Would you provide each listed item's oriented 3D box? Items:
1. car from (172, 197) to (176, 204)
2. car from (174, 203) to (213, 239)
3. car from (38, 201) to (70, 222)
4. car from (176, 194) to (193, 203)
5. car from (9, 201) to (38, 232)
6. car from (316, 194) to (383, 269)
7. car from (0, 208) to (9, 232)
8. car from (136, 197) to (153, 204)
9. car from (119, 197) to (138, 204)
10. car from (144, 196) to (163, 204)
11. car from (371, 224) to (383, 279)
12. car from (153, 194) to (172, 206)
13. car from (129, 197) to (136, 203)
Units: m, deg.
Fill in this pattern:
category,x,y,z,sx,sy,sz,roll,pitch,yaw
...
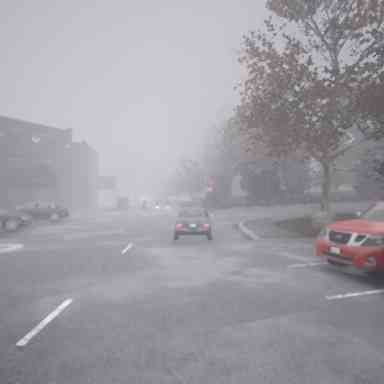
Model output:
category,x,y,z,sx,sy,sz,roll,pitch,yaw
car,-3.689,1.663,65.157,2.231,1.521,4.892,0,0,-19
car,0.086,1.506,17.089,2.033,1.411,5.357,0,0,1
car,-11.495,1.428,24.244,4.892,1.521,2.231,-1,0,-20
car,-0.816,1.467,48.020,2.097,1.535,5.008,0,-1,-1
car,-11.486,1.442,18.381,4.892,1.521,2.231,-1,0,-20
car,6.343,1.211,9.653,5.566,2.045,2.435,1,0,-20
car,-11.471,1.488,15.448,4.674,1.452,2.002,-1,0,-20
car,-9.630,1.810,69.988,1.812,1.442,4.674,-1,-1,-26
car,-16.058,2.089,84.177,4.892,1.521,2.231,-4,-1,42
car,-8.682,1.791,75.311,2.231,1.521,4.892,-1,-1,-35
car,6.400,1.499,6.737,4.792,1.488,2.163,1,0,-20
car,-4.857,1.272,54.445,2.150,2.045,5.566,0,-1,-6
car,-12.216,1.915,79.754,2.097,1.535,5.008,-1,0,-41
